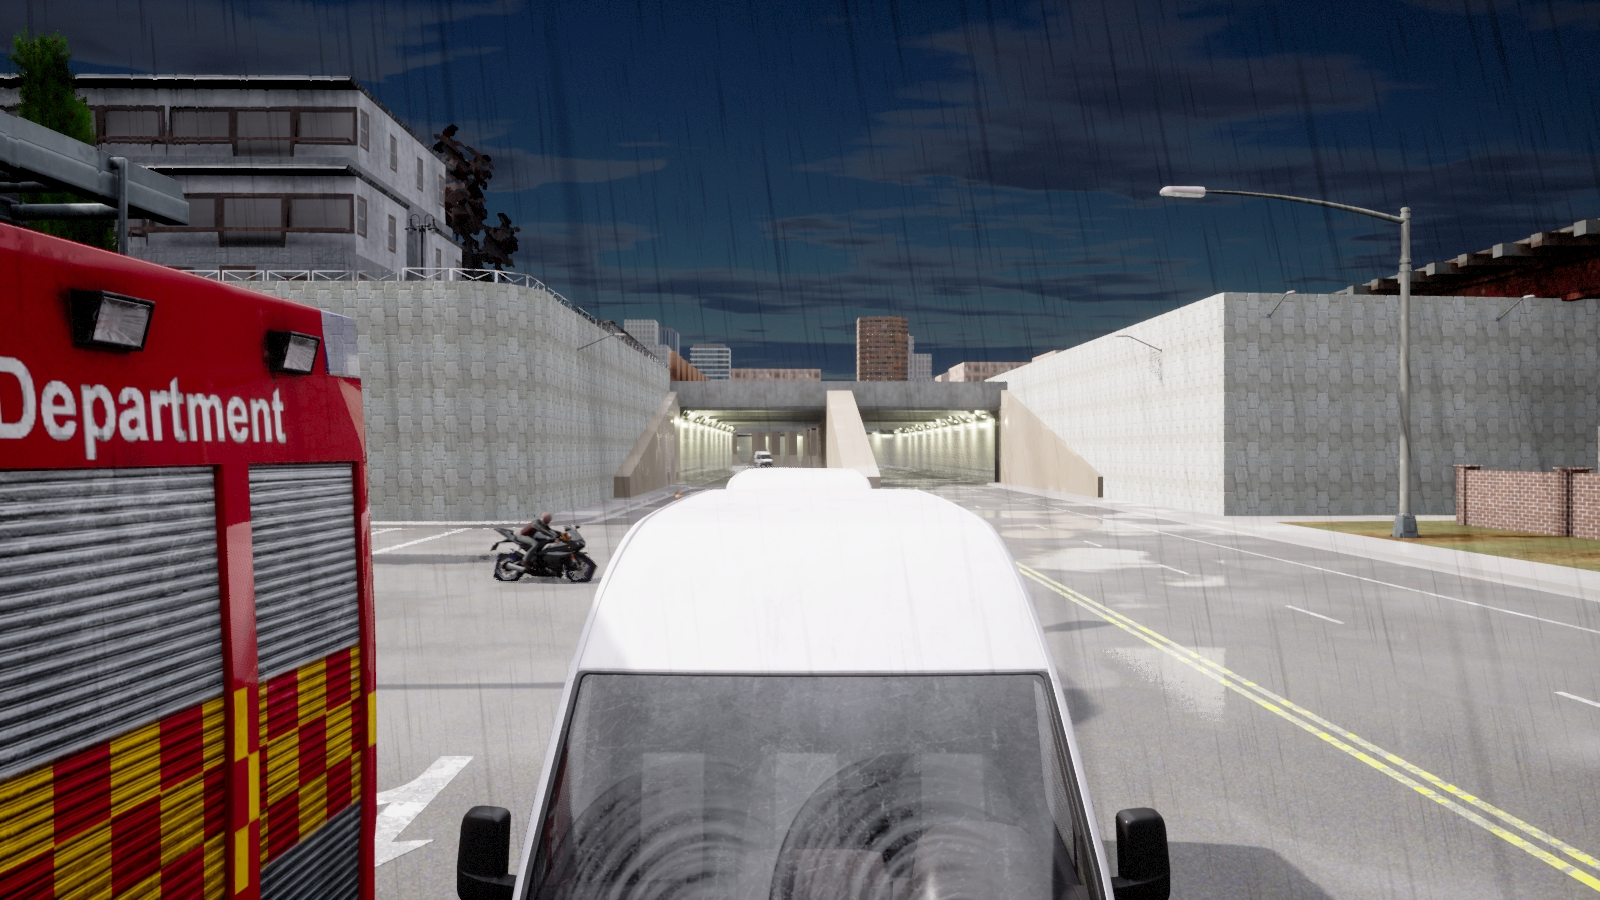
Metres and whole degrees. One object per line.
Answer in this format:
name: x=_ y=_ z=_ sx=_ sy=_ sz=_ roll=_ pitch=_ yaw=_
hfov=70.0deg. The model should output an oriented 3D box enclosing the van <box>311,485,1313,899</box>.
van: x=0.047 y=1.534 z=5.226 sx=1.988 sy=2.561 sz=5.915 roll=0 pitch=0 yaw=1
